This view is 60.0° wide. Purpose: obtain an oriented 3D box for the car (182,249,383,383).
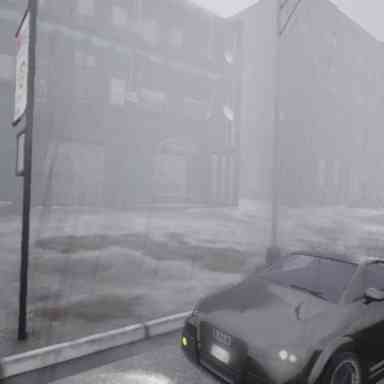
[{"bbox_3d":[1.928,1.581,4.784,4.181,1.385,1.994,0,0,-36],"label":"car"}]
